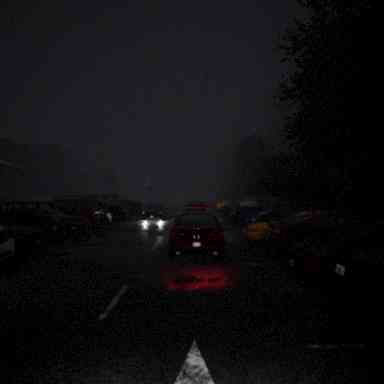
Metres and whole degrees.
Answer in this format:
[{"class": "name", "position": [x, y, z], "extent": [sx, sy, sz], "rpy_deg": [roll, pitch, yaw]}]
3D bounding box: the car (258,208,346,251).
[{"class": "car", "position": [5.150, 1.491, 11.867], "extent": [5.008, 1.535, 2.097], "rpy_deg": [0, 0, 0]}]

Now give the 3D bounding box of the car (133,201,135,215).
[{"class": "car", "position": [-7.798, 1.508, 28.657], "extent": [4.892, 1.521, 2.231], "rpy_deg": [0, 0, 0]}]

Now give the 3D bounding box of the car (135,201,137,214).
[{"class": "car", "position": [-7.729, 1.284, 34.262], "extent": [5.566, 2.045, 2.435], "rpy_deg": [0, 0, 0]}]

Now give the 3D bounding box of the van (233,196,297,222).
[{"class": "van", "position": [5.349, 1.278, 23.009], "extent": [4.442, 1.987, 1.878], "rpy_deg": [0, 0, 0]}]

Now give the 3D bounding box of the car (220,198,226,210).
[{"class": "car", "position": [5.300, 1.571, 31.358], "extent": [4.674, 1.452, 2.002], "rpy_deg": [0, 0, 0]}]

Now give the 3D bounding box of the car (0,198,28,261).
[{"class": "car", "position": [-7.915, 1.225, 9.033], "extent": [5.566, 2.045, 2.435], "rpy_deg": [0, 0, 0]}]

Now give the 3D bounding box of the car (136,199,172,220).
[{"class": "car", "position": [-3.152, 1.580, 28.926], "extent": [2.033, 1.411, 5.357], "rpy_deg": [0, 0, 1]}]

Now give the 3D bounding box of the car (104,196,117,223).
[{"class": "car", "position": [-7.879, 1.368, 23.051], "extent": [4.553, 1.767, 2.185], "rpy_deg": [0, 0, 0]}]

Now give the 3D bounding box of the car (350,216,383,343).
[{"class": "car", "position": [5.073, 1.232, 3.514], "extent": [5.566, 2.045, 2.435], "rpy_deg": [0, 0, 0]}]

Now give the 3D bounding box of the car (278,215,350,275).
[{"class": "car", "position": [5.107, 1.517, 9.082], "extent": [4.792, 1.488, 2.163], "rpy_deg": [0, 0, 0]}]

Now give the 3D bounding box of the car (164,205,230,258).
[{"class": "car", "position": [0.170, 1.486, 12.846], "extent": [1.882, 1.535, 5.008], "rpy_deg": [0, 0, 0]}]

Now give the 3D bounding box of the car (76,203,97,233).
[{"class": "car", "position": [-7.893, 1.488, 17.443], "extent": [4.892, 1.521, 2.231], "rpy_deg": [0, 0, 0]}]

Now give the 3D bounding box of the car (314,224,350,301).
[{"class": "car", "position": [5.147, 1.514, 6.297], "extent": [4.792, 1.488, 2.163], "rpy_deg": [0, 0, 0]}]

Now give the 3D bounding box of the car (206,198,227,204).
[{"class": "car", "position": [5.695, 2.032, 77.893], "extent": [4.674, 1.452, 2.002], "rpy_deg": [0, -1, 1]}]

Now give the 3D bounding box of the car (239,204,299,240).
[{"class": "car", "position": [4.988, 1.491, 14.654], "extent": [5.366, 1.575, 1.946], "rpy_deg": [0, 0, 0]}]

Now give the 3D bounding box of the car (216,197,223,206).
[{"class": "car", "position": [5.327, 1.545, 34.145], "extent": [5.008, 1.535, 2.097], "rpy_deg": [0, 0, 0]}]

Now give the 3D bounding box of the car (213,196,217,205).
[{"class": "car", "position": [5.364, 1.585, 39.713], "extent": [5.008, 1.535, 2.097], "rpy_deg": [0, -1, 1]}]

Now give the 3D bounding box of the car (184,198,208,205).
[{"class": "car", "position": [0.312, 1.551, 31.405], "extent": [1.837, 1.490, 4.892], "rpy_deg": [0, 0, 1]}]

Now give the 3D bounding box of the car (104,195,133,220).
[{"class": "car", "position": [-7.797, 1.249, 25.852], "extent": [5.566, 2.045, 2.435], "rpy_deg": [0, 0, 0]}]

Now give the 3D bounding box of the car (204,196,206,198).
[{"class": "car", "position": [5.648, 1.921, 71.344], "extent": [5.008, 1.535, 2.097], "rpy_deg": [0, -1, 0]}]

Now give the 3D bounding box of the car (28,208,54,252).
[{"class": "car", "position": [-7.930, 1.480, 11.837], "extent": [5.008, 1.535, 2.097], "rpy_deg": [0, 0, 0]}]

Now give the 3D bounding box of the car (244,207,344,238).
[{"class": "car", "position": [5.190, 1.538, 17.438], "extent": [4.674, 1.452, 2.002], "rpy_deg": [0, 0, 0]}]

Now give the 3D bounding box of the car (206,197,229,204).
[{"class": "car", "position": [5.664, 1.957, 74.617], "extent": [4.892, 1.521, 2.231], "rpy_deg": [0, -1, 0]}]

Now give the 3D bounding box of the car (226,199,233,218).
[{"class": "car", "position": [5.223, 1.385, 25.791], "extent": [4.553, 1.767, 2.185], "rpy_deg": [0, 0, 0]}]

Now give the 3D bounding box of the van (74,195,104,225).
[{"class": "van", "position": [-7.983, 1.264, 20.248], "extent": [4.442, 1.987, 1.878], "rpy_deg": [0, 0, 0]}]

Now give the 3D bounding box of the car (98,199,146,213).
[{"class": "car", "position": [-7.740, 1.554, 37.061], "extent": [4.892, 1.521, 2.231], "rpy_deg": [0, 0, 0]}]

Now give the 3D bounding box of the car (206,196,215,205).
[{"class": "car", "position": [5.612, 1.927, 68.195], "extent": [4.674, 1.452, 2.002], "rpy_deg": [0, -1, 0]}]

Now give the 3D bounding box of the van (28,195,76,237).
[{"class": "van", "position": [-7.790, 1.257, 14.640], "extent": [4.442, 1.987, 1.878], "rpy_deg": [0, 0, 0]}]
